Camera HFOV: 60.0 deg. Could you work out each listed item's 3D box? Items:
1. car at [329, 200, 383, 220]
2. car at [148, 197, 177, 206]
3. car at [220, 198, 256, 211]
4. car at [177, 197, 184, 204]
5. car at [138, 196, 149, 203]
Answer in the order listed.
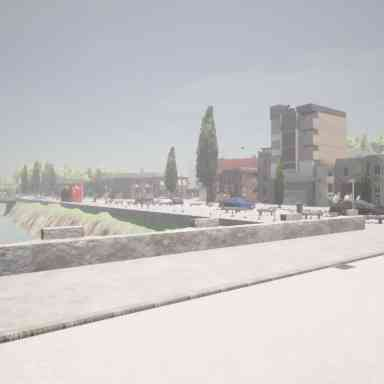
[{"bbox_3d":[14.213,1.505,28.330,1.837,1.490,4.892,0,0,-36],"label":"car"},{"bbox_3d":[-4.915,1.525,55.022,1.812,1.442,4.674,0,0,-35],"label":"car"},{"bbox_3d":[5.554,1.478,40.338,1.882,1.535,5.008,0,1,-36],"label":"car"},{"bbox_3d":[-3.593,1.547,60.311,2.033,1.411,5.357,0,0,-36],"label":"car"},{"bbox_3d":[-9.805,1.546,68.972,2.033,1.411,5.357,0,0,-36],"label":"car"}]
